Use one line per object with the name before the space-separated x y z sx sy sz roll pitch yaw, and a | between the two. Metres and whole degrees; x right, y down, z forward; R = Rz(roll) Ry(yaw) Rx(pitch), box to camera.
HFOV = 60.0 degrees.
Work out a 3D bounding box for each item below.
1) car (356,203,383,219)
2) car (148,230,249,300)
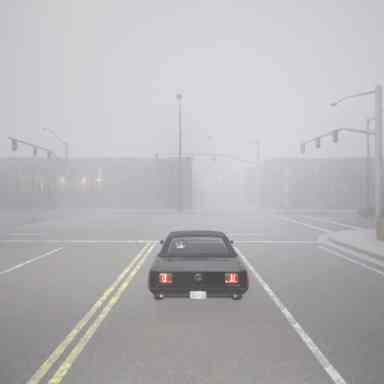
car | 16.895 1.601 28.735 4.718 1.301 1.895 0 0 0
car | 0.122 1.601 8.321 1.895 1.301 4.718 0 0 0
